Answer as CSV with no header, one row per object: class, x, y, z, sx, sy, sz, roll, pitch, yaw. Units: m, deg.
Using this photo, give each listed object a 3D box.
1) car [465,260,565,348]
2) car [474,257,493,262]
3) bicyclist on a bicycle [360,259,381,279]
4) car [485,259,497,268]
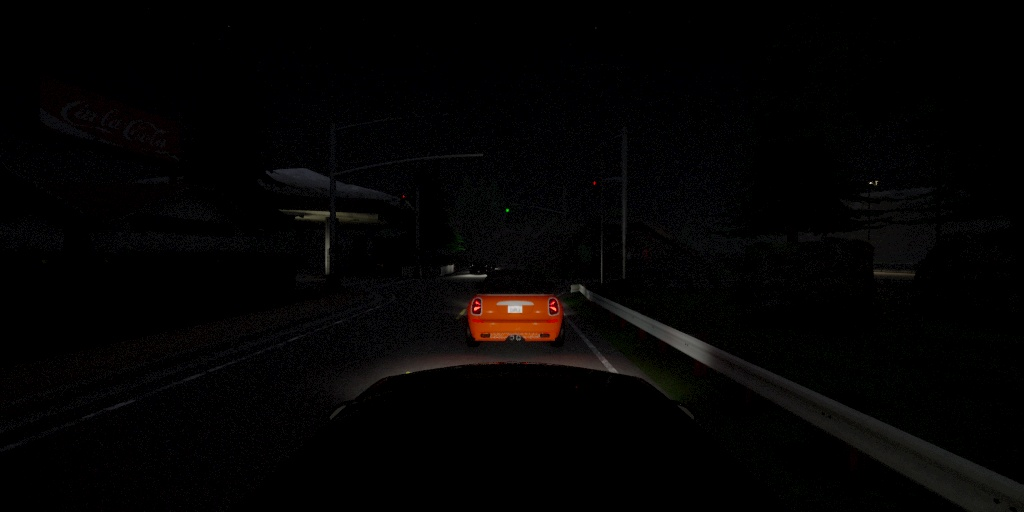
car,0.079,1.102,9.407,2.097,1.767,4.553,0,0,0
car,-3.569,1.102,40.637,2.097,1.767,4.553,0,0,0
bicyclist on a bicycle,-11.754,1.097,29.861,1.656,1.620,0.582,1,-3,-19
car,-3.536,1.276,60.766,1.812,1.442,4.674,0,0,0
